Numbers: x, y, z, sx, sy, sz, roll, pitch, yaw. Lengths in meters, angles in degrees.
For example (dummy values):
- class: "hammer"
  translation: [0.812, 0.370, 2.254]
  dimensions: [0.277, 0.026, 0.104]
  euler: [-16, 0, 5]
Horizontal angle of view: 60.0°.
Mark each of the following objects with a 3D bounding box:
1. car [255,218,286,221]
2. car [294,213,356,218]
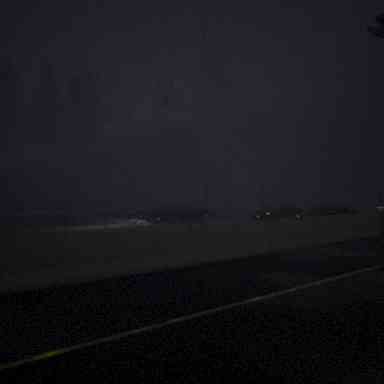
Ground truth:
- class: "car"
  translation: [6.799, 1.543, 26.061]
  dimensions: [4.674, 1.442, 1.812]
  euler: [0, 0, -35]
- class: "car"
  translation: [9.815, 1.563, 23.919]
  dimensions: [5.357, 1.411, 2.033]
  euler: [0, 0, -35]
